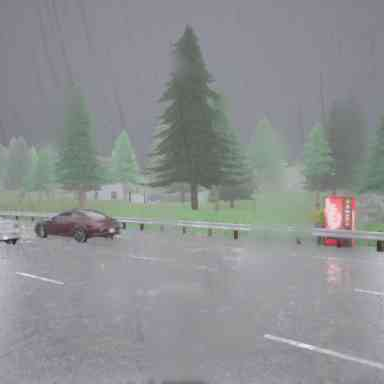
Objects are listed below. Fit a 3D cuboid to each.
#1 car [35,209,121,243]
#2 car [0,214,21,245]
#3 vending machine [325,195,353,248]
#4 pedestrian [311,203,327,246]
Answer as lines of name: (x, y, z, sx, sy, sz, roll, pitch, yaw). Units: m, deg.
car: (-5.478, 1.525, 15.888, 4.674, 1.442, 1.812, 0, 0, 32)
car: (-9.151, 1.525, 14.050, 4.674, 1.442, 1.812, 0, 0, 32)
vending machine: (6.266, 1.195, 14.133, 0.880, 2.100, 1.100, 0, 0, 35)
pedestrian: (5.340, 1.294, 13.945, 0.375, 1.860, 0.375, 0, 0, 35)
